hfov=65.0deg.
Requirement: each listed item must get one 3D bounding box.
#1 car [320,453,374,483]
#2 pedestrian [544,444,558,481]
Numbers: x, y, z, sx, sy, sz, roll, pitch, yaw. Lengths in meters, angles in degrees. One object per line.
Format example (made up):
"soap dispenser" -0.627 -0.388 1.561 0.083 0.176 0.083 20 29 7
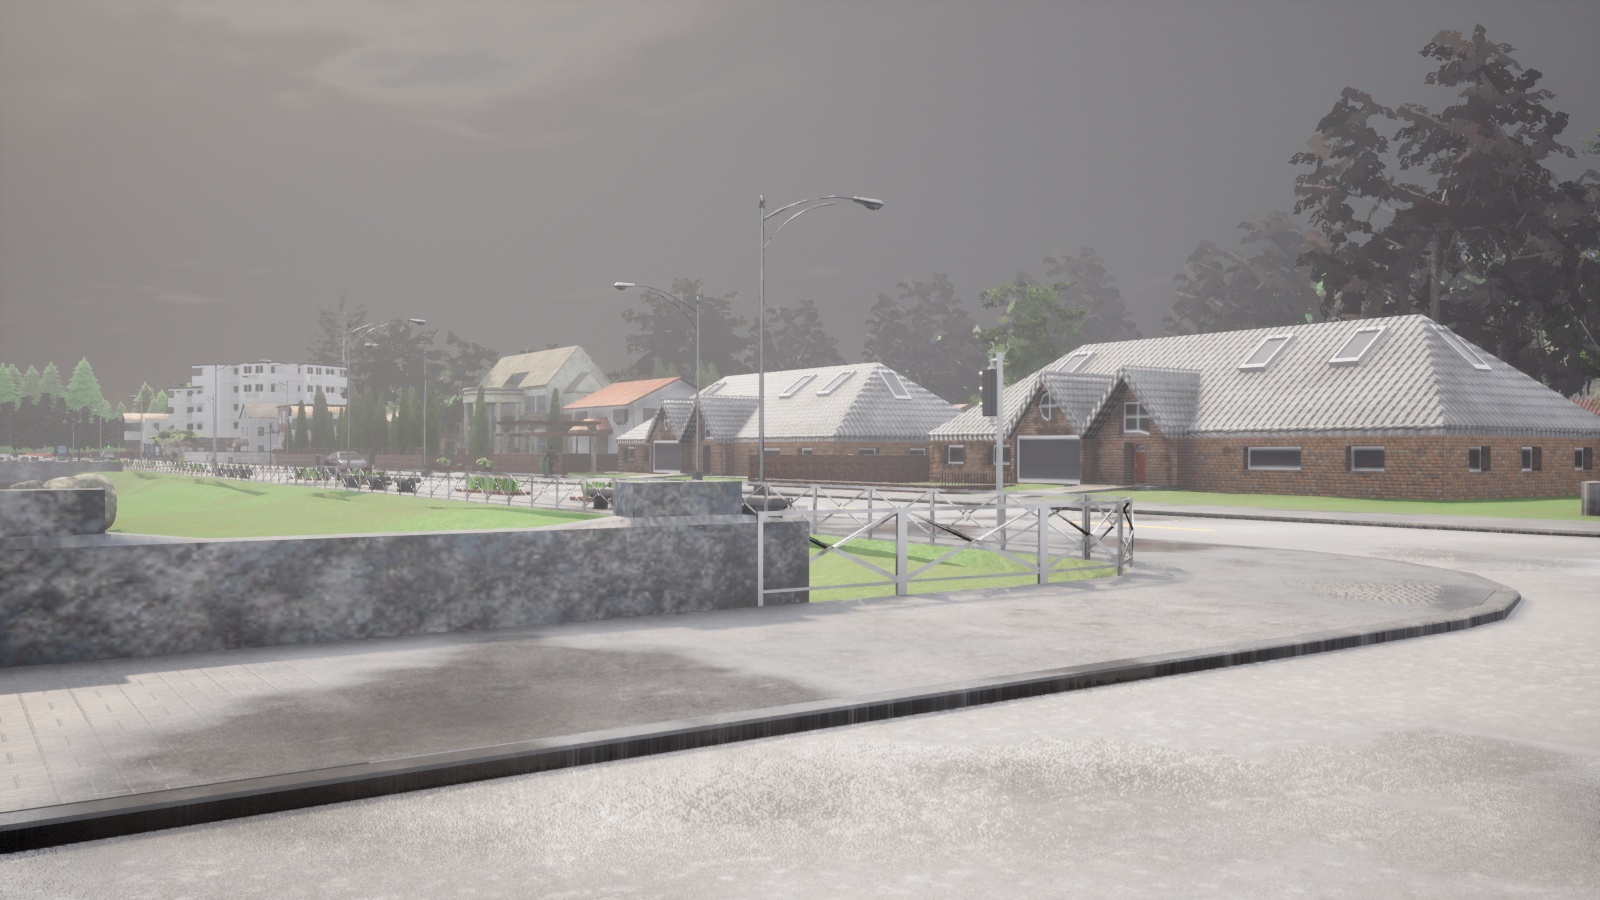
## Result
"car" -24.169 0.938 66.955 1.789 1.549 3.705 0 0 -35
"pedestrian" -12.990 0.643 65.543 0.423 1.949 0.788 0 0 -37
